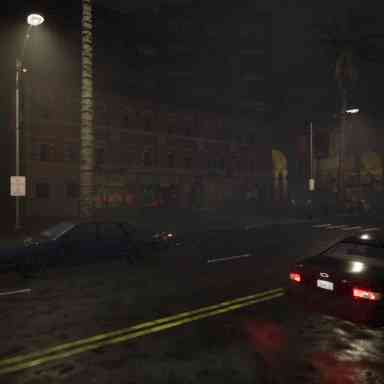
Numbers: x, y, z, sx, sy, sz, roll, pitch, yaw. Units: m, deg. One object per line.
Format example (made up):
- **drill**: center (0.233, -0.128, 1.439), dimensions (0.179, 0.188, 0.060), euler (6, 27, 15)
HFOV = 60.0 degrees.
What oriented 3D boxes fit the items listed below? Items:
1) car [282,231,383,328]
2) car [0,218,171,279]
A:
- **car**: center (4.192, 1.547, 6.852), dimensions (5.357, 1.411, 2.033), euler (0, 0, -36)
- **car**: center (-3.282, 1.547, 10.264), dimensions (5.357, 1.411, 2.033), euler (0, 0, -36)
